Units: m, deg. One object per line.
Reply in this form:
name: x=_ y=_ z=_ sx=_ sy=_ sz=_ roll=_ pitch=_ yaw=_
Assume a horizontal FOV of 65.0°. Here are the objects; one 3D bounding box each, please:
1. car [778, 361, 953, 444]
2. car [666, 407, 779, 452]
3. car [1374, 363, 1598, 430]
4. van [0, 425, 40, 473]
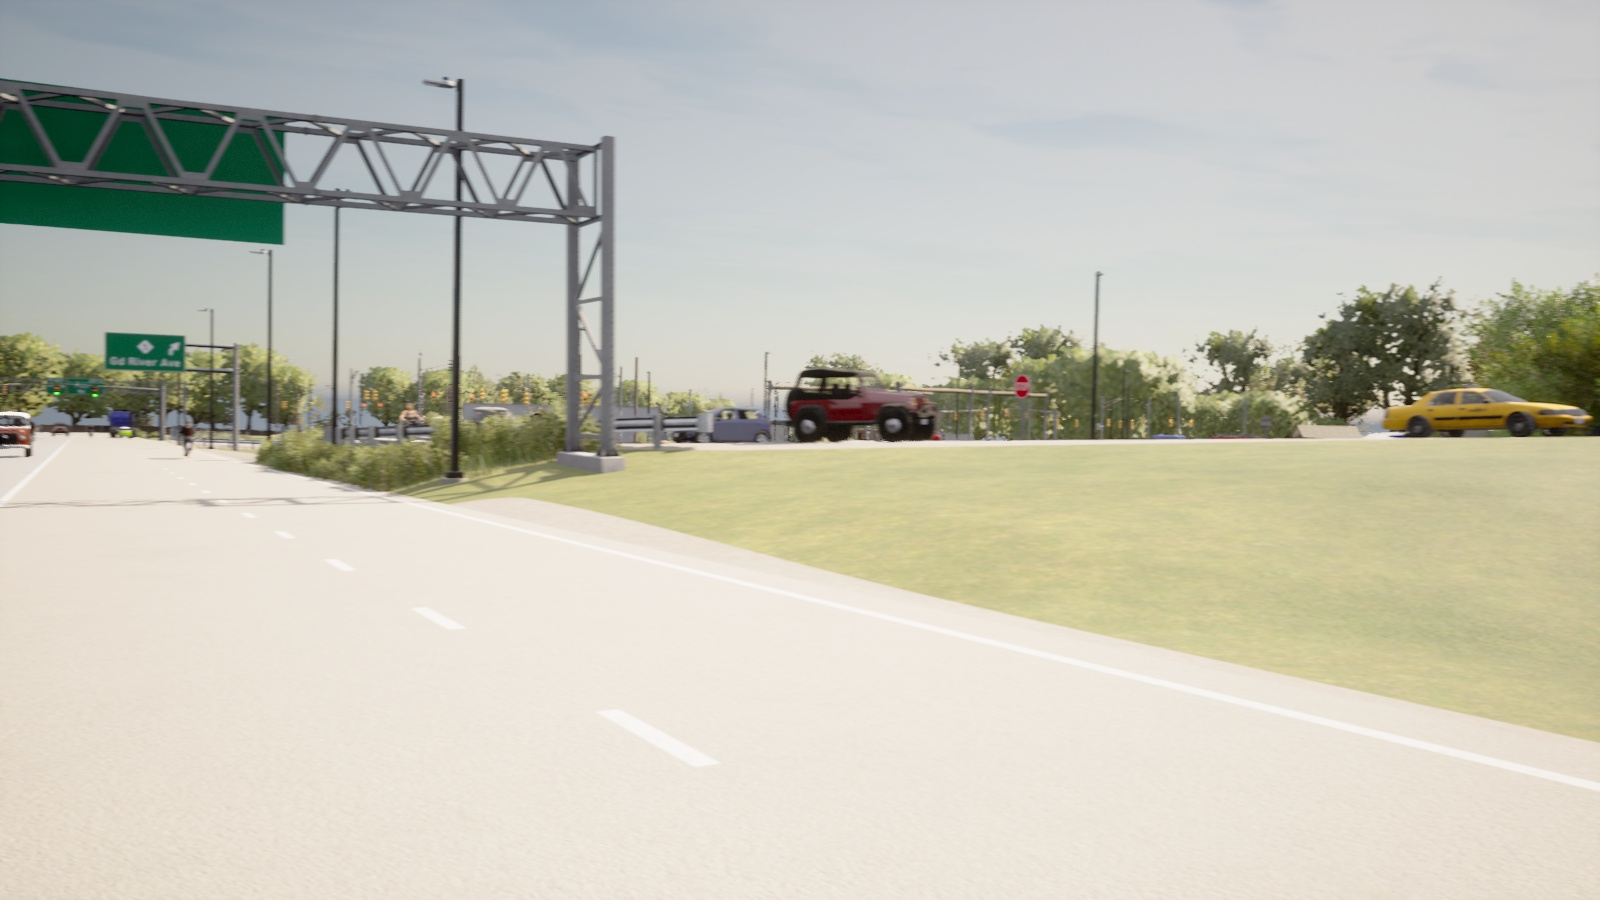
car: x=1.636 y=-1.157 z=31.407 sx=3.866 sy=1.878 sz=1.905 roll=-1 pitch=1 yaw=28
car: x=-2.818 y=-0.731 z=45.765 sx=3.633 sy=1.501 sz=1.845 roll=0 pitch=-2 yaw=-34
car: x=19.208 y=-1.442 z=35.467 sx=1.801 sy=1.575 sz=5.366 roll=-1 pitch=-1 yaw=-30
van: x=-35.355 y=-0.064 z=56.302 sx=2.069 sy=2.038 sz=4.480 roll=-1 pitch=1 yaw=-30
